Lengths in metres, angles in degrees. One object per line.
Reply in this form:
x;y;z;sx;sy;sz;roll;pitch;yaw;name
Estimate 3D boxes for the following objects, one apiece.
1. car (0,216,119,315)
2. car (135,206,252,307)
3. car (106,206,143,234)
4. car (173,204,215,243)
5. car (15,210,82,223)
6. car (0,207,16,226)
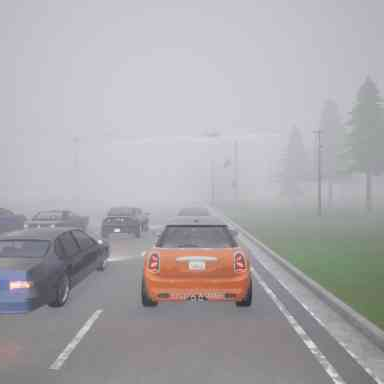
-3.407;1.547;7.870;2.033;1.411;5.357;0;0;0;car
0.092;1.352;8.145;2.097;1.767;4.553;0;0;0;car
-3.420;1.505;17.615;1.837;1.490;4.892;0;0;0;car
0.082;1.478;17.172;1.882;1.535;5.008;0;0;0;car
-6.918;1.601;17.364;1.895;1.301;4.718;0;0;0;car
-10.419;1.478;17.160;1.882;1.535;5.008;0;0;0;car
